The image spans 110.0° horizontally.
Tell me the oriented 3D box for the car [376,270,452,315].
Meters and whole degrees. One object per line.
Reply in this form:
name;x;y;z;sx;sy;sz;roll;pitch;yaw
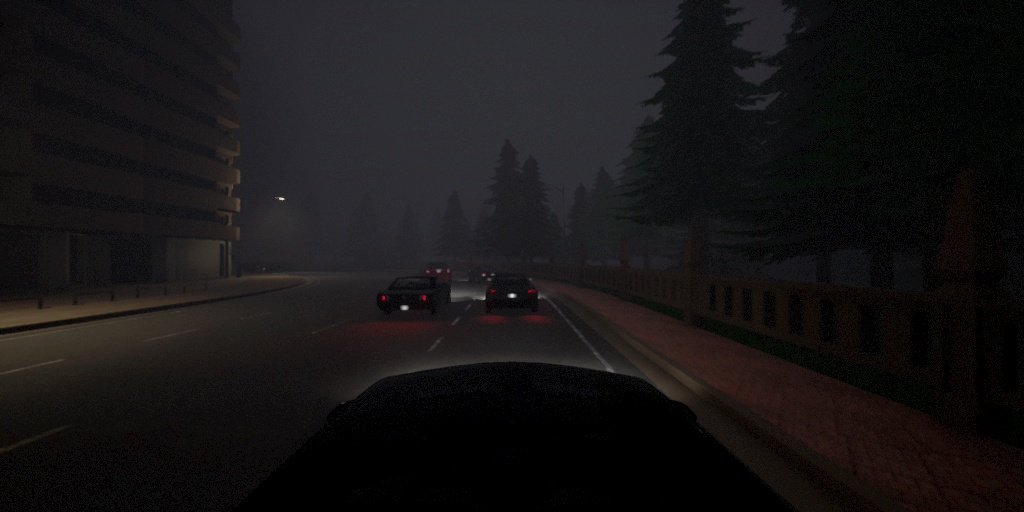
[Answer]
car;-3.544;1.403;13.863;1.895;1.301;4.718;0;0;-2

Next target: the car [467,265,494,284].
car;-2.220;1.413;28.395;2.033;1.411;5.357;0;0;-18

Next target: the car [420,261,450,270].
car;-6.374;1.221;29.451;2.097;1.767;4.553;0;0;-21

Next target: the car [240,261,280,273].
car;-32.957;1.449;46.318;4.892;1.490;1.837;0;-1;20

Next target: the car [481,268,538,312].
car;-0.082;1.370;14.591;1.994;1.385;4.181;0;0;-3

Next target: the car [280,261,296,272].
car;-32.279;1.450;49.778;4.902;1.511;2.128;0;0;19
